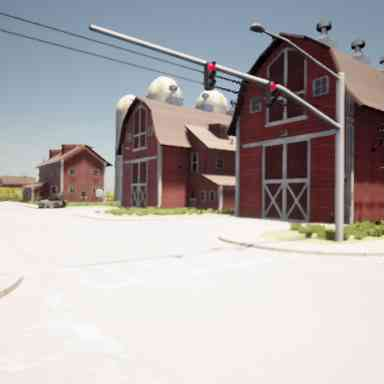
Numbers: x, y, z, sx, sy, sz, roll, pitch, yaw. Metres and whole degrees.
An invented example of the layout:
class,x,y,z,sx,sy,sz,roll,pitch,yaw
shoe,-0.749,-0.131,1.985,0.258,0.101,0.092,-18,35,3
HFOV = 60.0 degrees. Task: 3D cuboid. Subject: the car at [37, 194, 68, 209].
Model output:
class,x,y,z,sx,sy,sz,roll,pitch,yaw
car,-19.464,1.345,46.596,3.866,1.878,1.905,-1,5,11
